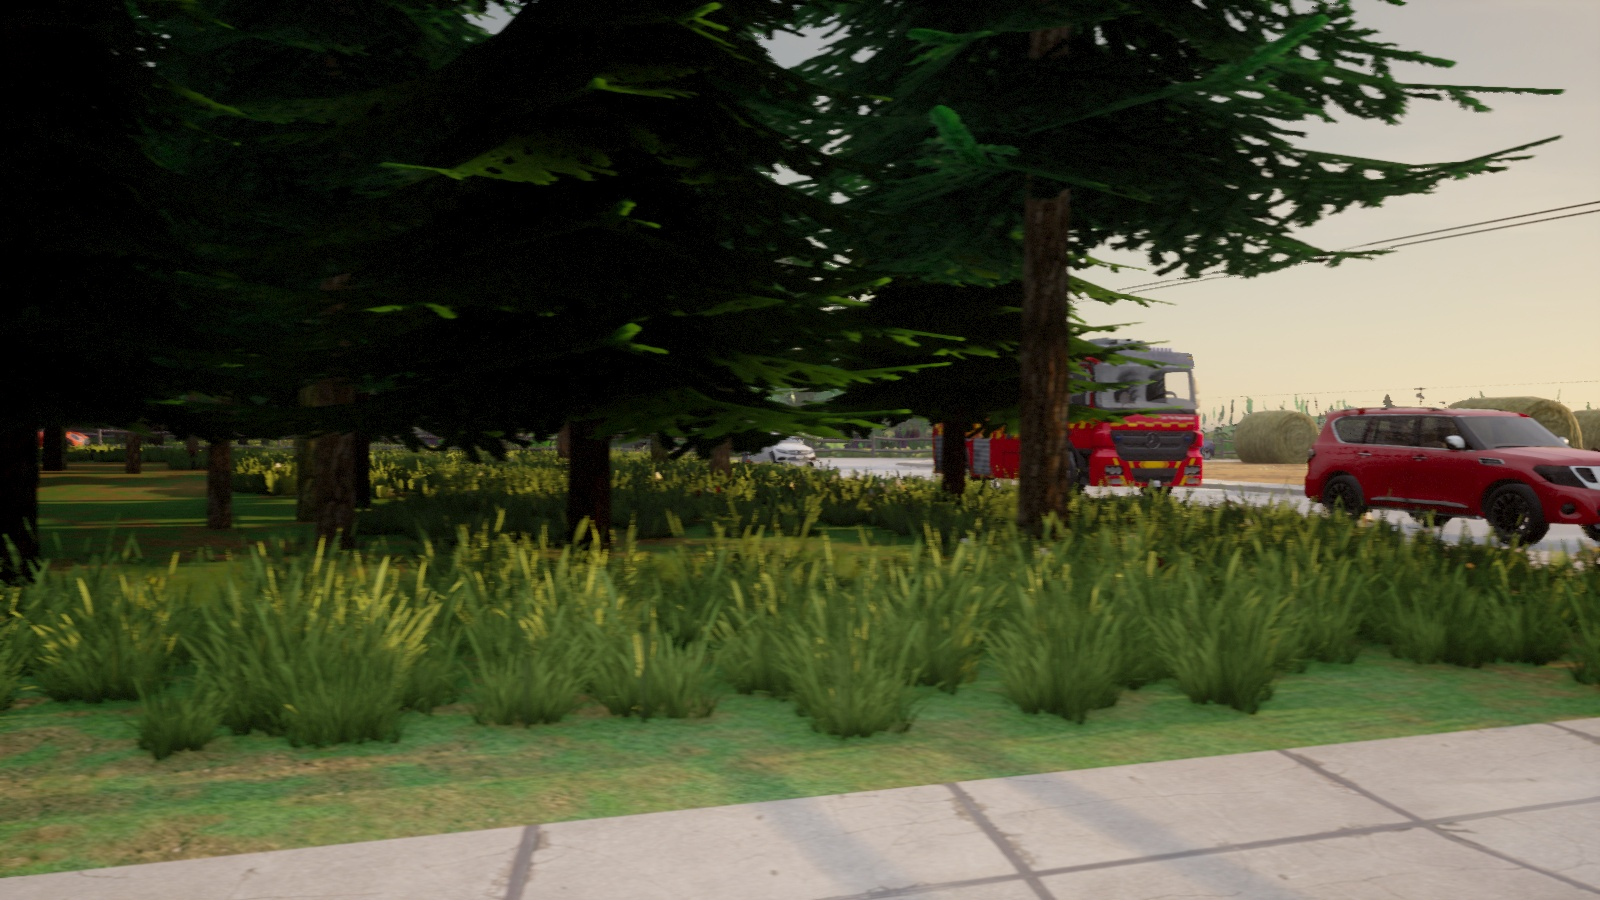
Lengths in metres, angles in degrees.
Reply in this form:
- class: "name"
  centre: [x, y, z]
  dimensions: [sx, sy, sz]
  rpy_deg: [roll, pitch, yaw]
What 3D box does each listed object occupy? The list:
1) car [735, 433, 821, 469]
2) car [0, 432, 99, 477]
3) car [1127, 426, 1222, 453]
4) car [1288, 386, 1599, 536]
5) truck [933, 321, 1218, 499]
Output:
- class: "car"
  centre: [-0.971, 0.007, 52.469]
  dimensions: [1.812, 1.442, 4.674]
  rpy_deg: [-1, 1, -26]
- class: "car"
  centre: [-31.663, 0.156, 51.735]
  dimensions: [4.553, 1.767, 2.097]
  rpy_deg: [-1, 1, -19]
- class: "car"
  centre: [21.411, -0.611, 71.865]
  dimensions: [4.792, 1.488, 2.163]
  rpy_deg: [-1, 1, -17]
- class: "car"
  centre: [10.641, 0.102, 20.091]
  dimensions: [2.150, 2.045, 5.566]
  rpy_deg: [-1, 1, -20]
- class: "truck"
  centre: [6.526, -0.923, 31.507]
  dimensions: [2.891, 3.827, 8.468]
  rpy_deg: [-1, 1, -20]
